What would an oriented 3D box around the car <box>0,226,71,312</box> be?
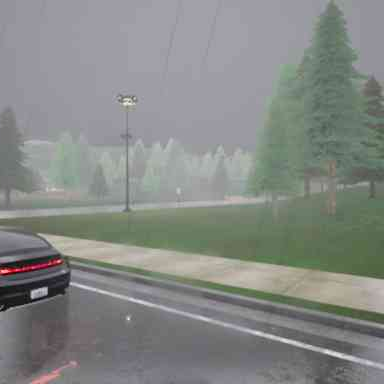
[{"bbox_3d":[-4.605,1.489,7.153,4.892,1.490,1.837,0,0,35],"label":"car"}]
